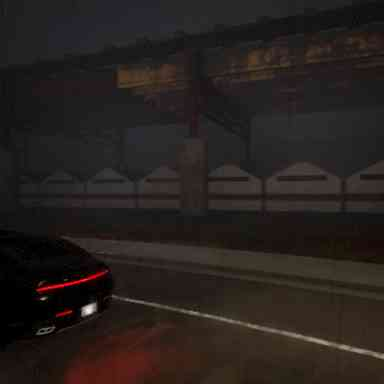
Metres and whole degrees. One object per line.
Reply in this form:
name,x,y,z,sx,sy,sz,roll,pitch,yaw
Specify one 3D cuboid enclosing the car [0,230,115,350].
car,-3.650,1.439,5.916,4.892,1.490,1.837,0,-1,27
